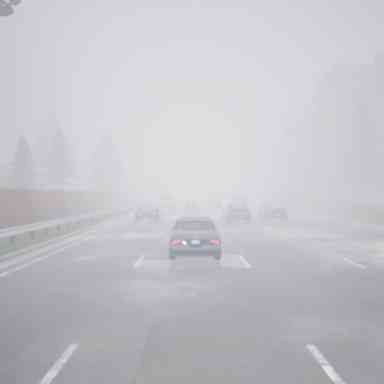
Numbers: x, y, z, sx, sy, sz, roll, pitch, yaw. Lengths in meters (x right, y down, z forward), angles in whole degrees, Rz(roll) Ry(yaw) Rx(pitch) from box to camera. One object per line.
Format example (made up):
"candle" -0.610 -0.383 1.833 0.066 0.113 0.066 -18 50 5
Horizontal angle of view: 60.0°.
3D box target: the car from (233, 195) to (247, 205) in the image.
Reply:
"car" 10.169 1.614 71.403 2.150 2.045 5.566 0 0 0

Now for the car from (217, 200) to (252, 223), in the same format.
"car" 3.518 1.638 26.623 2.128 1.511 4.902 0 0 0

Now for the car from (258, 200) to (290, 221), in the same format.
"car" 7.005 1.684 29.016 1.812 1.442 4.674 0 0 0

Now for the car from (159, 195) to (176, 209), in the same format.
"car" -3.601 1.485 47.825 2.150 2.045 5.566 0 0 0

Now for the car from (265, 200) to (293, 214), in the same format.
"car" 10.368 1.712 40.212 2.128 1.511 4.902 0 0 0

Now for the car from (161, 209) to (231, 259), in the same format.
"car" 0.091 1.618 12.850 2.033 1.411 5.357 0 0 0

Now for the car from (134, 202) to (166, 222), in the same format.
"car" -3.488 1.753 27.647 1.895 1.301 4.718 0 0 0

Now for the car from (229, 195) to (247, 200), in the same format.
"car" 6.890 1.494 49.835 2.150 2.045 5.566 0 0 0

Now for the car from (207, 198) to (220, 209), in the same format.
"car" 3.389 1.624 50.022 2.097 1.767 4.553 0 0 0

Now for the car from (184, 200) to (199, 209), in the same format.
"car" -0.070 1.779 42.397 2.033 1.411 5.357 0 0 0
